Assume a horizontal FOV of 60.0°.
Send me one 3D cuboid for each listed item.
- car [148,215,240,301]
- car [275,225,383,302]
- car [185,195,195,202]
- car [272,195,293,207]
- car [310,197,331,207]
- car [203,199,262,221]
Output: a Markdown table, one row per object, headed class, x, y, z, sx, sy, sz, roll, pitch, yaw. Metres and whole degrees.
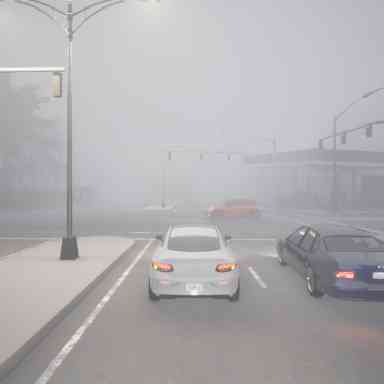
| class | x | y | z | sx | sy | sz | roll | pitch | yaw |
| --- | --- | --- | --- | --- | --- | --- | --- | --- | --- |
| car | 0.039 | 1.516 | 8.178 | 1.812 | 1.442 | 4.674 | 0 | 0 | 0 |
| car | 3.518 | 1.545 | 8.483 | 2.033 | 1.411 | 5.357 | 0 | 0 | 3 |
| car | -0.428 | 1.428 | 72.796 | 1.812 | 1.442 | 4.674 | 0 | 0 | 0 |
| car | 12.929 | 1.261 | 47.798 | 2.242 | 1.667 | 4.611 | 0 | 0 | 0 |
| car | 18.669 | 1.433 | 48.595 | 1.970 | 1.475 | 3.806 | 0 | 0 | 0 |
| car | 3.159 | 1.325 | 26.403 | 4.553 | 1.767 | 2.097 | 0 | 0 | -10 |
